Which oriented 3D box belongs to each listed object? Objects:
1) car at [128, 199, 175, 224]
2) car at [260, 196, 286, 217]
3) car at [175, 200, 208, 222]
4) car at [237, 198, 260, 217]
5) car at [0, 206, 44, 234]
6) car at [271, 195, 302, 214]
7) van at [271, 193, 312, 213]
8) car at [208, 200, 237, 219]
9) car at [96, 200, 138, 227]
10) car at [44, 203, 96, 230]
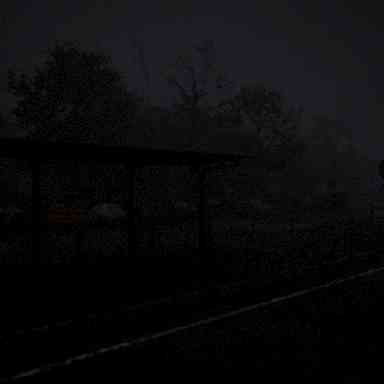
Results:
[{"bbox_3d":[-3.577,1.298,24.203,2.185,1.767,4.553,0,0,-36],"label":"car"},{"bbox_3d":[5.579,1.358,30.484,1.946,1.575,5.366,0,0,-36],"label":"car"},{"bbox_3d":[-1.304,1.407,25.798,2.097,1.535,5.008,0,0,-36],"label":"car"},{"bbox_3d":[3.197,1.406,29.045,2.163,1.488,4.792,0,0,-36],"label":"car"},{"bbox_3d":[-10.330,1.513,19.331,2.002,1.452,4.674,0,0,-36],"label":"car"},{"bbox_3d":[7.712,1.376,32.275,2.163,1.488,4.792,0,0,-36],"label":"car"},{"bbox_3d":[10.053,1.106,33.768,1.878,1.987,4.442,0,0,-36],"label":"van"},{"bbox_3d":[0.961,1.393,27.402,2.231,1.521,4.892,0,0,-36],"label":"car"},{"bbox_3d":[-5.814,1.480,22.562,2.002,1.452,4.674,0,0,-36],"label":"car"},{"bbox_3d":[-8.070,1.456,20.945,2.097,1.535,5.008,0,0,-36],"label":"car"}]
